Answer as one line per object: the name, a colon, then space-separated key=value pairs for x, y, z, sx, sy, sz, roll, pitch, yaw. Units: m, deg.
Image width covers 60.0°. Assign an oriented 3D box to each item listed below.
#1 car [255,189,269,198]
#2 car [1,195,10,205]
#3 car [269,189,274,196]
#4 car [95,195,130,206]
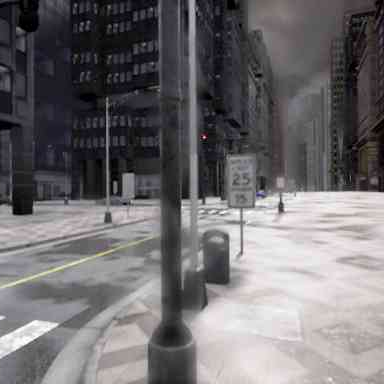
car: x=12.433 y=0.344 z=61.175 sx=1.882 sy=1.535 sz=5.008 roll=-1 pitch=1 yaw=19
car: x=-24.585 y=1.077 z=45.895 sx=4.902 sy=1.511 sz=2.128 roll=-1 pitch=0 yaw=20
car: x=17.481 y=0.118 z=75.801 sx=1.837 sy=1.490 sz=4.892 roll=-1 pitch=1 yaw=19
car: x=-9.767 y=1.041 z=40.770 sx=4.181 sy=1.385 sz=1.994 roll=-1 pitch=0 yaw=19
